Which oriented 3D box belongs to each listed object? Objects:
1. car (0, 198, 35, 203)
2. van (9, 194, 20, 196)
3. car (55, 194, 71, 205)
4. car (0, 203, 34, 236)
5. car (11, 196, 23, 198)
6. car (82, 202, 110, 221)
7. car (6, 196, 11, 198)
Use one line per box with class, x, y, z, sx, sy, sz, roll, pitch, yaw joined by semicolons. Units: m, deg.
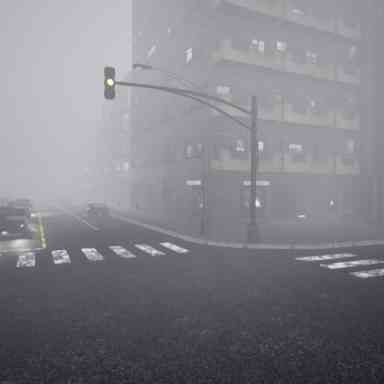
car;-14.118;1.476;27.087;2.128;1.511;4.902;0;0;-25
van;-32.330;1.311;59.657;1.690;1.788;3.998;-1;0;-25
car;-22.339;1.410;58.104;1.967;1.590;4.097;-1;0;-25
car;-9.905;1.537;18.072;2.033;1.411;5.357;0;0;-25
car;-18.388;1.485;36.347;1.837;1.490;4.892;0;0;-25
car;-7.911;1.535;27.397;2.008;1.369;4.403;-1;0;-25
car;-22.709;1.524;39.186;1.887;1.381;4.507;-1;0;-25
